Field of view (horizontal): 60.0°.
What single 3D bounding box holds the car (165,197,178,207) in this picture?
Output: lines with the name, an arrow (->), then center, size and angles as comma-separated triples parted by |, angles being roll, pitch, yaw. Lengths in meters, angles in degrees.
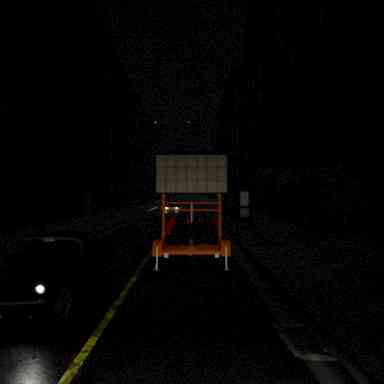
car -> -3.145, 1.503, 51.710 | 1.882, 1.535, 5.008 | 0, 0, 0

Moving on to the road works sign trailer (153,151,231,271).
road works sign trailer -> -0.011, 0.467, 10.917 | 2.380, 3.560, 2.880 | 0, 0, 0

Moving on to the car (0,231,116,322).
car -> -3.108, 1.602, 7.349 | 1.895, 1.301, 4.718 | 0, 0, 0
